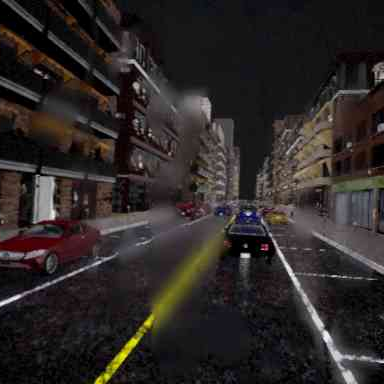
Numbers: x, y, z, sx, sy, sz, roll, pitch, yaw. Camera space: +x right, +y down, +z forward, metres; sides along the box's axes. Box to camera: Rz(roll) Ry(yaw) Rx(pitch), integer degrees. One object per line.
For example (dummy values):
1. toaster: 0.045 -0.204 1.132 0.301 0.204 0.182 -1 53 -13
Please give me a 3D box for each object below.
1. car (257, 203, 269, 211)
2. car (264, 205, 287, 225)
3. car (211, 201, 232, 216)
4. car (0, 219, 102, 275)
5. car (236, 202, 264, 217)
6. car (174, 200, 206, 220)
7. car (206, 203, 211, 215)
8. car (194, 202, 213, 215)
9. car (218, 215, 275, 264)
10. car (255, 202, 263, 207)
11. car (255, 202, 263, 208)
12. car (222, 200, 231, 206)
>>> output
1. car: 13.635 2.896 64.335 2.008 1.369 4.403 3 -1 10
2. car: 7.906 2.235 31.186 1.752 1.417 4.829 3 -1 10
3. car: 3.905 2.208 41.528 2.033 1.411 5.357 2 -1 10
4. car: -4.214 1.525 10.242 1.802 1.307 4.206 3 -1 10
5. car: 4.975 1.915 29.386 2.097 1.767 4.553 2 -1 10
6. car: -0.362 1.686 32.457 2.192 1.841 5.009 3 -1 10
7. car: 0.591 1.917 38.008 1.967 1.590 4.097 3 -1 10
8. car: 1.547 2.128 43.561 1.887 1.381 4.507 3 -1 10
9. car: 2.159 1.851 13.162 1.895 1.301 4.718 2 -1 10
10. car: 18.433 3.439 92.099 1.947 1.339 4.313 3 -1 10
11. car: 17.504 3.296 86.714 1.752 1.417 4.829 3 -1 10
12. car: 9.223 2.982 87.983 2.008 1.369 4.403 3 -1 10
